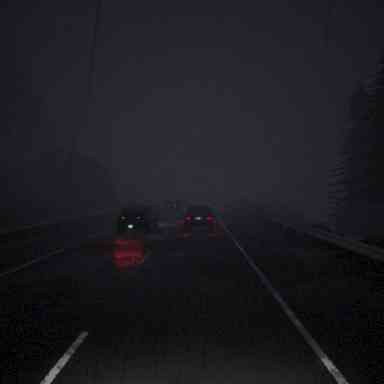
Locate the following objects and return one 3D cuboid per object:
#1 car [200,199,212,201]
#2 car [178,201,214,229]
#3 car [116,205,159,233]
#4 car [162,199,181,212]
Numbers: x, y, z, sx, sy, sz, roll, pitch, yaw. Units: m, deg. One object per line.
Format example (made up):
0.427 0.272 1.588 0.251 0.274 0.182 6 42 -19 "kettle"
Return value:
1.772 1.592 42.234 1.895 1.301 4.718 0 0 6 "car"
0.458 1.543 21.301 2.033 1.411 5.357 0 0 2 "car"
-3.088 1.499 19.394 1.837 1.490 4.892 0 0 1 "car"
-2.146 1.538 37.983 2.033 1.411 5.357 0 0 5 "car"
